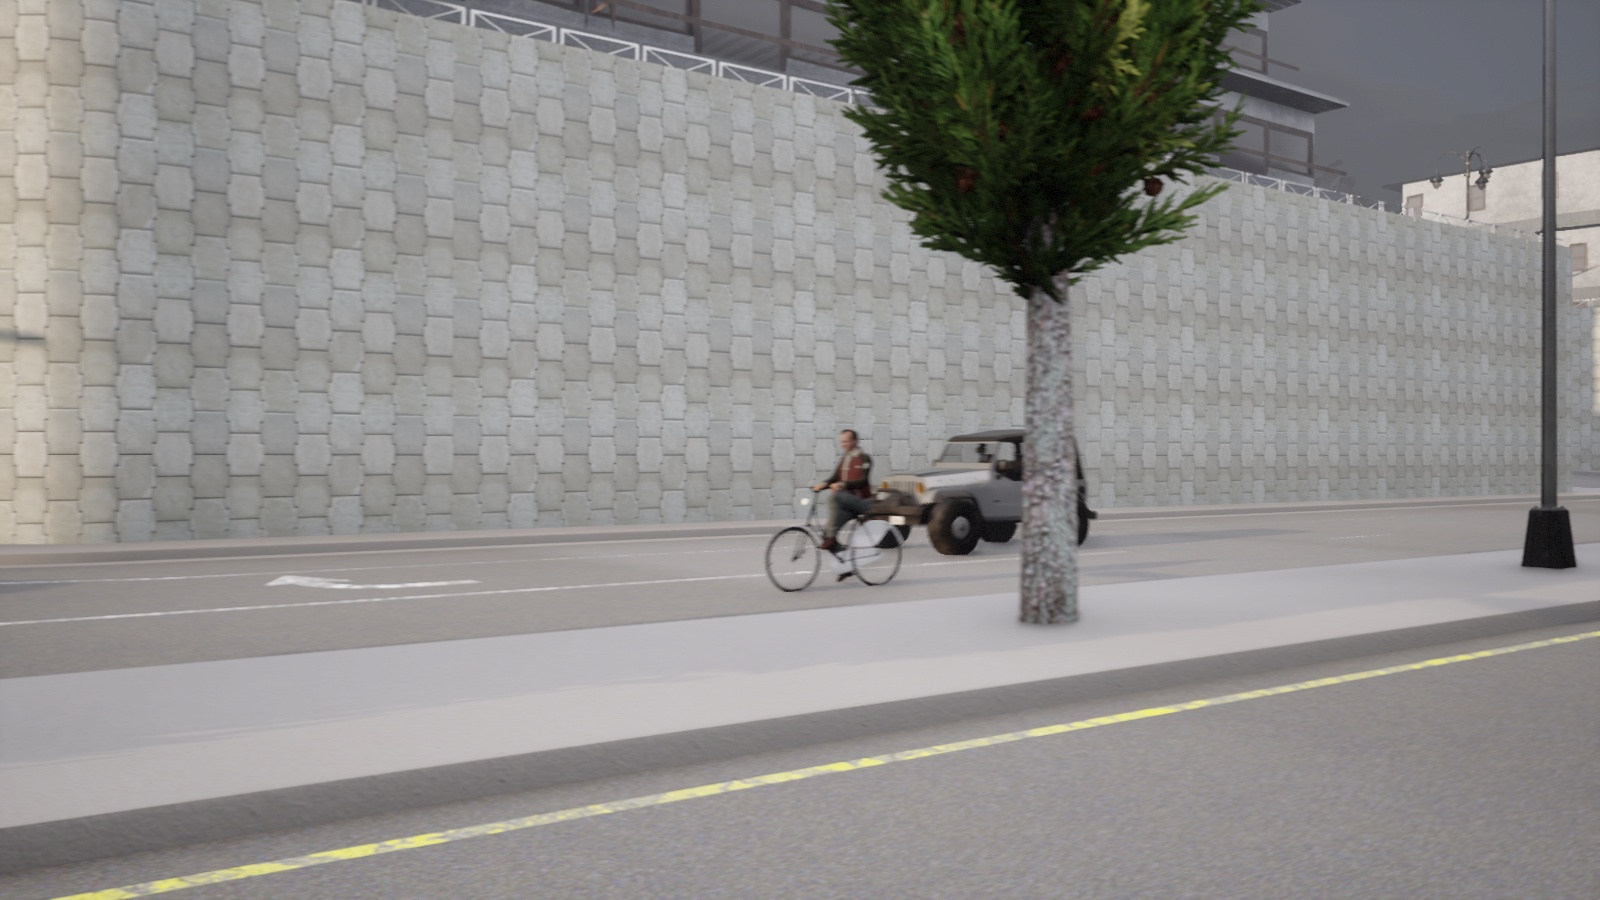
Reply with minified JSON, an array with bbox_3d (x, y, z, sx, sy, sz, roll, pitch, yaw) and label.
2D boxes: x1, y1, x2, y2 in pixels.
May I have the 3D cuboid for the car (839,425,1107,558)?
[{"bbox_3d":[2.735,0.583,19.575,3.866,1.878,1.905,0,0,-35],"label":"car"}]

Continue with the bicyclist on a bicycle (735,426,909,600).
[{"bbox_3d":[0.255,0.648,13.584,1.843,1.776,0.659,0,0,-35],"label":"bicyclist on a bicycle"}]
